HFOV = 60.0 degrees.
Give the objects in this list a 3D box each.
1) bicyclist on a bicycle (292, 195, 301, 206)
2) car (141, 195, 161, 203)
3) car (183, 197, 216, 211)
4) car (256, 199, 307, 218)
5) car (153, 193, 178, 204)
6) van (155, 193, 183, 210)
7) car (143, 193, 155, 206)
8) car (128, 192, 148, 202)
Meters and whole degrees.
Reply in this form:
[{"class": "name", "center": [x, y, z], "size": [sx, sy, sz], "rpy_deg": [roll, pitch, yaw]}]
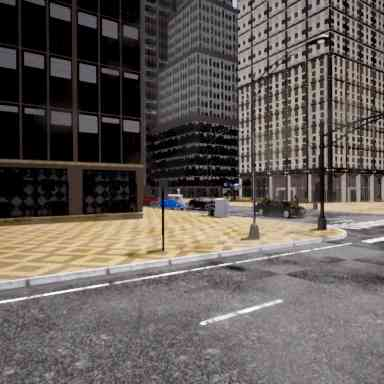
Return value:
[{"class": "bicyclist on a bicycle", "center": [12.028, 1.118, 38.473], "size": [1.656, 1.620, 0.582], "rpy_deg": [-1, 1, -34]}, {"class": "car", "center": [-7.822, 1.238, 62.602], "size": [1.887, 1.381, 4.507], "rpy_deg": [0, 0, -34]}, {"class": "car", "center": [1.489, 1.353, 38.475], "size": [2.128, 1.511, 4.902], "rpy_deg": [-1, 1, -34]}, {"class": "car", "center": [7.722, 1.419, 29.245], "size": [1.837, 1.490, 4.892], "rpy_deg": [-1, 1, -34]}, {"class": "car", "center": [-4.721, 1.035, 58.011], "size": [2.192, 1.841, 5.009], "rpy_deg": [0, 0, -34]}, {"class": "van", "center": [-2.361, 1.210, 39.550], "size": [1.690, 1.788, 3.998], "rpy_deg": [0, 0, -34]}, {"class": "car", "center": [-6.044, 1.324, 49.664], "size": [1.812, 1.442, 4.674], "rpy_deg": [-1, 1, -34]}, {"class": "car", "center": [-10.924, 0.981, 67.191], "size": [2.192, 1.841, 5.009], "rpy_deg": [0, 0, -34]}]
